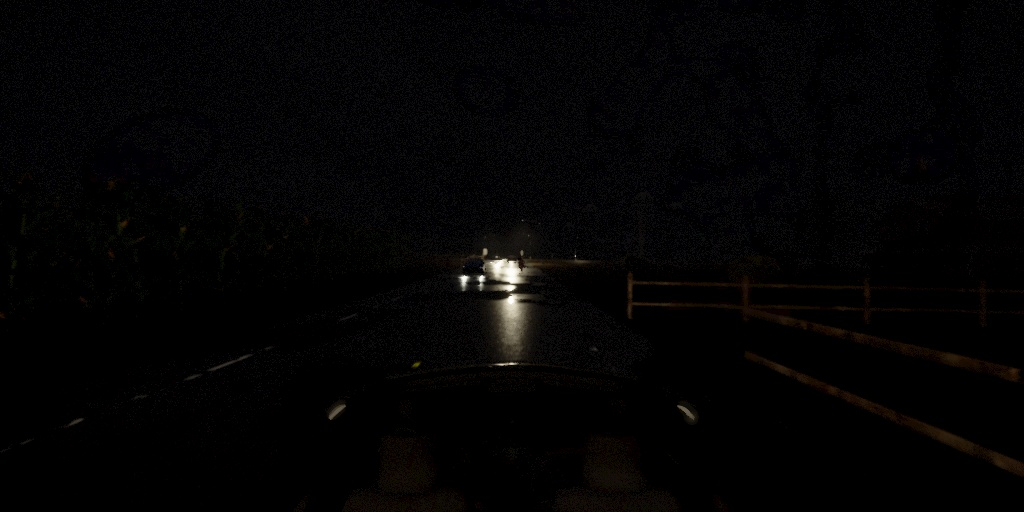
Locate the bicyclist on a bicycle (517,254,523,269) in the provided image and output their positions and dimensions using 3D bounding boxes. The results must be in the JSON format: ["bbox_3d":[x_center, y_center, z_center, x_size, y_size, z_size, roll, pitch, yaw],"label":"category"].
[{"bbox_3d":[0.950,0.710,44.075,0.659,1.776,1.843,0,1,0],"label":"bicyclist on a bicycle"}]

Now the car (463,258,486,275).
[{"bbox_3d":[-3.605,0.940,34.768,1.882,1.535,5.008,0,1,0],"label":"car"}]

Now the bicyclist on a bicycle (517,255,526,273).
[{"bbox_3d":[0.952,0.902,34.601,0.866,1.612,1.509,0,0,0],"label":"bicyclist on a bicycle"}]
